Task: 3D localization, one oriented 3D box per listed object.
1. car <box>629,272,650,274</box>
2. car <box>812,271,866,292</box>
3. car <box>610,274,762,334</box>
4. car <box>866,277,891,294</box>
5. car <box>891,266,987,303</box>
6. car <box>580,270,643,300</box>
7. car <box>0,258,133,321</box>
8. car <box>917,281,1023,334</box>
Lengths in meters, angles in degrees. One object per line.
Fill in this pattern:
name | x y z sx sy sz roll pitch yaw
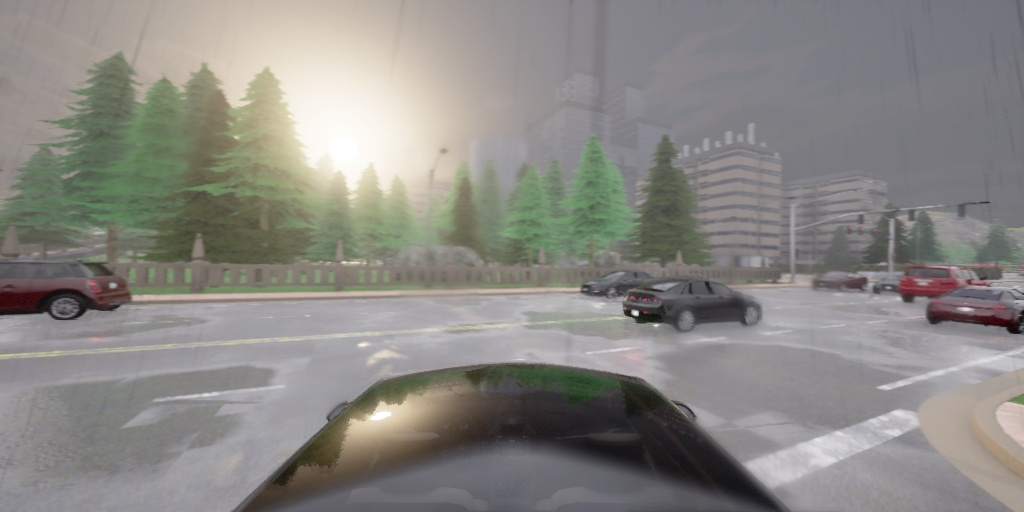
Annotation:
car | 7.747 1.587 16.332 4.181 1.385 1.994 1 0 -24
car | 25.844 1.964 28.276 5.008 1.535 1.882 2 -1 -24
car | 5.761 1.449 11.370 4.892 1.490 1.837 1 0 -24
car | 27.405 2.060 25.139 4.181 1.385 1.994 1 -1 -24
car | 23.419 1.587 19.376 5.566 2.045 2.150 1 -1 -24
car | 5.993 1.515 19.379 4.892 1.490 1.837 1 0 -24
car | -14.240 0.880 10.209 4.553 1.767 2.097 1 -1 -24
car | 16.447 1.734 12.373 4.181 1.385 1.994 1 0 -24
